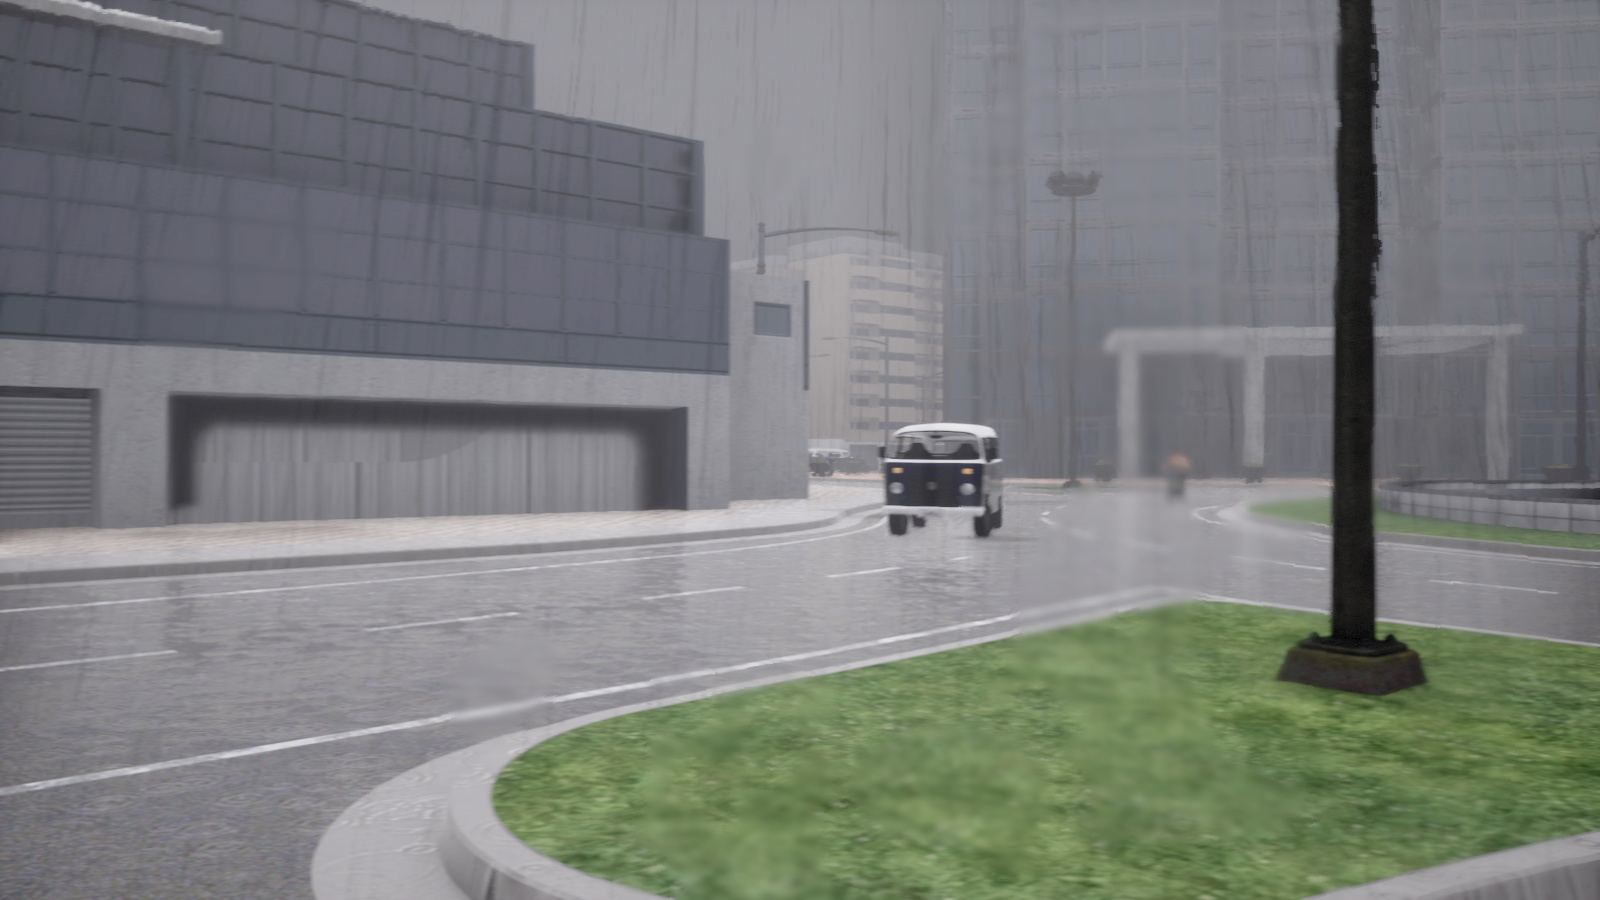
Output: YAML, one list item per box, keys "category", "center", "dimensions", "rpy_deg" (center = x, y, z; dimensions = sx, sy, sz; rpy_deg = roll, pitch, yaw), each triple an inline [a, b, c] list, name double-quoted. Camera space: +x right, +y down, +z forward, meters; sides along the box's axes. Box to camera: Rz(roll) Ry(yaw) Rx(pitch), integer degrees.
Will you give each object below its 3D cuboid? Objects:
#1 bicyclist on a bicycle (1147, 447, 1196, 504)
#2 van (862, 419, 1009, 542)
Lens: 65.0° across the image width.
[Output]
- category: "bicyclist on a bicycle"
  center: [10.745, 0.718, 36.324]
  dimensions: [0.866, 1.612, 1.509]
  rpy_deg: [1, 1, 36]
- category: "van"
  center: [2.612, 0.497, 23.148]
  dimensions: [2.069, 2.038, 4.480]
  rpy_deg: [0, 0, 14]
